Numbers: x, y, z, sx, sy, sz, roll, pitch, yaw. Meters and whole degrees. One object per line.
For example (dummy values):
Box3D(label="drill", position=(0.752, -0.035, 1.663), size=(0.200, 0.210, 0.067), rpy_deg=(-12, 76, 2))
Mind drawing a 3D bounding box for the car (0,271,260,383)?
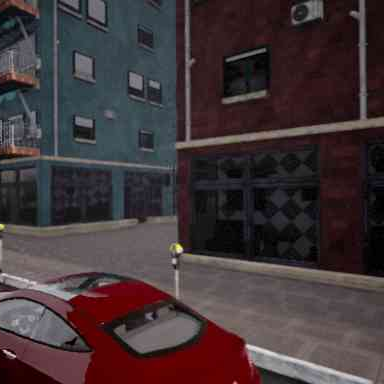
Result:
Box3D(label="car", position=(-1.336, 1.579, 3.684), size=(4.206, 1.307, 1.802), rpy_deg=(0, -1, 36))
